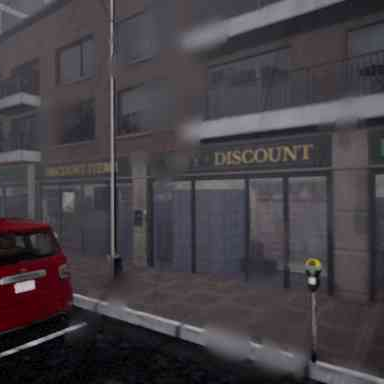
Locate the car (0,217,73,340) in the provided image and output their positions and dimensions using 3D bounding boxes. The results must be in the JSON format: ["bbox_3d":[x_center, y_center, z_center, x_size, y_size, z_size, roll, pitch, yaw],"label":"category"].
[{"bbox_3d":[-4.187,1.377,5.862,5.009,1.841,2.192,-1,0,36],"label":"car"}]
